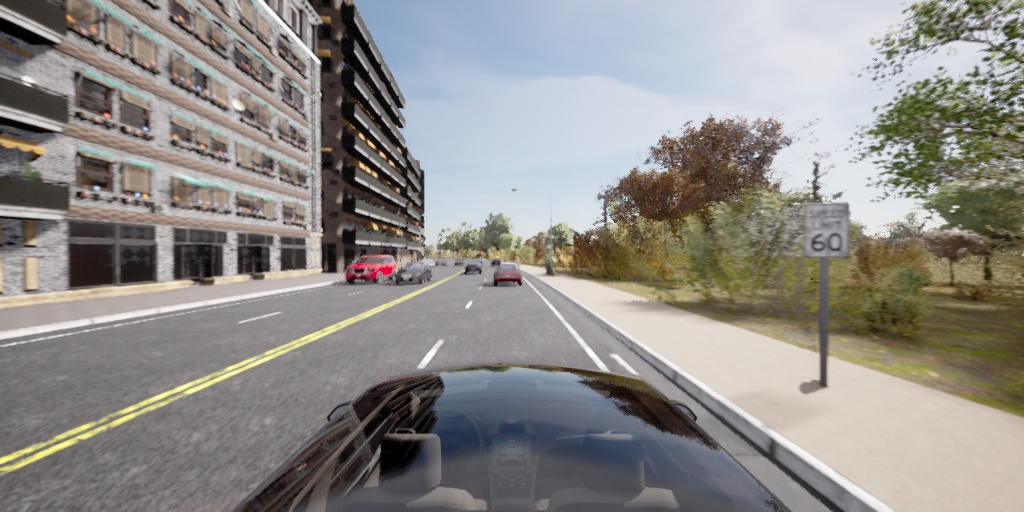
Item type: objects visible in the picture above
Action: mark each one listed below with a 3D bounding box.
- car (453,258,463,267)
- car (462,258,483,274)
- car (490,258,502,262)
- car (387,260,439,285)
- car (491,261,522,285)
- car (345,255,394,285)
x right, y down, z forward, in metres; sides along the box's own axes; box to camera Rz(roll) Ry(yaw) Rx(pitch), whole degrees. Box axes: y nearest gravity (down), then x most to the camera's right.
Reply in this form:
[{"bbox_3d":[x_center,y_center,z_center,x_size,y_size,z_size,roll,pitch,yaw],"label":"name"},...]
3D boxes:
[{"bbox_3d":[-9.450,1.124,64.790,1.837,1.490,4.892,0,0,-5],"label":"car"},{"bbox_3d":[-4.263,1.201,40.152,1.812,1.442,4.674,0,0,-3],"label":"car"},{"bbox_3d":[-2.912,1.106,65.239,1.837,1.490,4.892,0,0,-5],"label":"car"},{"bbox_3d":[-6.986,1.208,25.915,2.128,1.511,4.902,0,0,-1],"label":"car"},{"bbox_3d":[-0.336,1.263,25.666,1.994,1.385,4.181,0,0,-2],"label":"car"},{"bbox_3d":[-10.251,0.947,26.542,2.150,2.045,5.566,0,0,-1],"label":"car"}]
